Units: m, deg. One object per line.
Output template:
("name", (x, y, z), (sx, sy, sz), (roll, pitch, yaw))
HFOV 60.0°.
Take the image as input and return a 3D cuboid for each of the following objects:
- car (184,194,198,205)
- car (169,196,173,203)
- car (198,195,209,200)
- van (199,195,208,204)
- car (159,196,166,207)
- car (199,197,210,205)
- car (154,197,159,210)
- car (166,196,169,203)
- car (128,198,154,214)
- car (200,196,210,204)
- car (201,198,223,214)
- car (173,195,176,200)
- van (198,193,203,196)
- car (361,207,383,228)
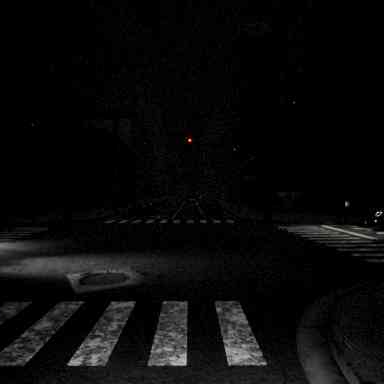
("car", (-0.155, 1.601, 63.292), (1.837, 1.490, 4.892), (0, 0, 0))
("car", (-5.636, 1.552, 69.193), (1.967, 1.590, 4.097), (0, 0, 0))
("car", (2.365, 1.637, 52.649), (1.947, 1.339, 4.313), (0, 0, 0))
("van", (2.388, 1.453, 69.182), (1.690, 1.788, 3.998), (0, 0, 0))
("car", (-5.659, 1.653, 52.660), (1.802, 1.307, 4.206), (0, 0, 0))
("car", (2.381, 1.647, 63.671), (2.008, 1.369, 4.403), (0, 0, 0))
("car", (-5.675, 1.490, 41.639), (1.967, 1.590, 4.097), (0, 0, 0))
("car", (-5.651, 1.634, 58.171), (2.008, 1.369, 4.403), (0, 0, 0))
("car", (-5.682, 1.480, 36.128), (1.967, 1.590, 4.097), (0, 0, 0))
("car", (2.358, 1.641, 47.139), (1.802, 1.307, 4.206), (0, 0, 0))
("car", (2.343, 1.606, 36.116), (1.947, 1.339, 4.313), (0, 0, 0))
("car", (-5.621, 1.694, 80.214), (2.008, 1.369, 4.403), (0, 0, 0))
("van", (2.373, 1.424, 58.160), (1.690, 1.788, 3.998), (0, 0, 0))
("car", (13.004, 1.304, 20.633), (4.553, 1.767, 2.097), (0, 0, 0))
